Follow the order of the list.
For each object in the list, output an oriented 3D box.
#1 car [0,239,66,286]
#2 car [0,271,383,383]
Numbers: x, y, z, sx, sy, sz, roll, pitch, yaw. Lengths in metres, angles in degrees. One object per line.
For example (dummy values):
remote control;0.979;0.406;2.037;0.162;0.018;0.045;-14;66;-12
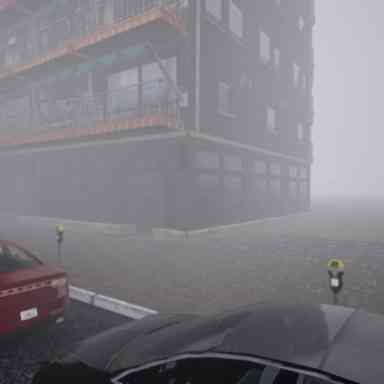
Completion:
car;-3.973;1.453;5.709;4.507;1.381;1.887;1;0;35
car;0.615;1.554;2.436;4.313;1.339;1.947;1;0;35
